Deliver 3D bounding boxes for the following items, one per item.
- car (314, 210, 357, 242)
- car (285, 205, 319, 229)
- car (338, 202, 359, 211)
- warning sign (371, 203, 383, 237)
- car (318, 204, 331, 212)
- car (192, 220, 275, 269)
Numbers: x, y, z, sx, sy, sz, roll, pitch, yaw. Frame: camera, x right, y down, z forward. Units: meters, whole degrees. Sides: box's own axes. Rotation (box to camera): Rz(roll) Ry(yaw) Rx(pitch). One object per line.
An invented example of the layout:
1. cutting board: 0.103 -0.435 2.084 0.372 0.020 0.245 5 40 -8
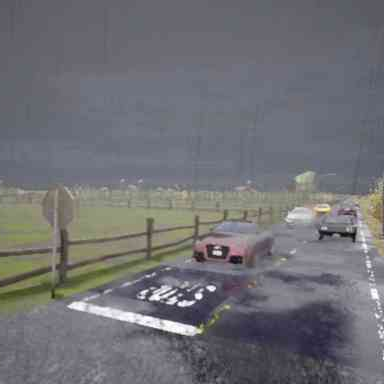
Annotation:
1. car: 8.484 1.995 19.243 1.895 1.301 4.718 1 -1 26
2. car: 8.642 1.985 26.246 1.812 1.442 4.674 1 0 26
3. car: 19.354 2.205 41.466 2.097 1.767 4.553 1 -1 26
4. warning sign: 10.930 1.569 18.872 1.300 1.860 1.060 1 -1 26
5. car: 16.550 2.312 42.175 1.882 1.535 5.008 1 0 26
6. car: 1.655 1.717 11.989 1.994 1.385 4.181 1 0 26
